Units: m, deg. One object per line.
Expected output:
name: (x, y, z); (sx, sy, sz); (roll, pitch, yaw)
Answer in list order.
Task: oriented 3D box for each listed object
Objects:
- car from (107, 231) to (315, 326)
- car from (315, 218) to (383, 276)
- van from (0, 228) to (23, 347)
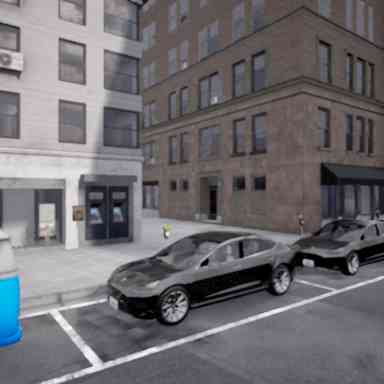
car: (0.405, 1.559, 7.068); (4.313, 1.339, 1.947); (0, 0, -36)
car: (4.942, 1.548, 10.328); (4.313, 1.339, 1.947); (0, 0, -36)
van: (-4.132, 1.345, 3.809); (3.998, 1.788, 1.690); (0, 0, -36)
